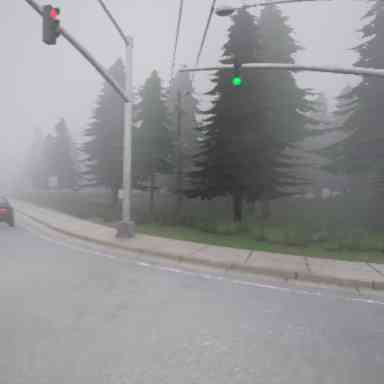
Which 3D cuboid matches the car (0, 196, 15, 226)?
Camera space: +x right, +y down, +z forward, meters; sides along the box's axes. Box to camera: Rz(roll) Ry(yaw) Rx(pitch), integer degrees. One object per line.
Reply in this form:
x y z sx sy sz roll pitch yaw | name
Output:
-10.643 0.954 17.460 1.837 1.490 4.892 0 1 -37 | car
